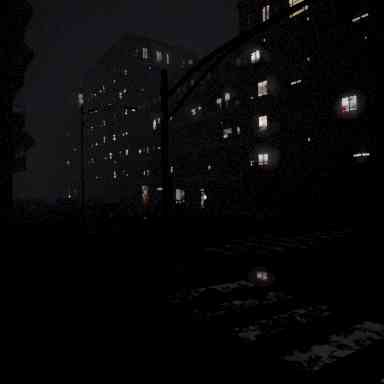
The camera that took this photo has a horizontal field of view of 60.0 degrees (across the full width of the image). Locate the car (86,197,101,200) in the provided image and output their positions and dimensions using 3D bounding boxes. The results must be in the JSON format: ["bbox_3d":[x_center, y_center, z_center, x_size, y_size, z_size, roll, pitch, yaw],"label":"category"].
[{"bbox_3d":[-15.120,1.502,51.326,1.967,1.590,4.097,-1,1,-36],"label":"car"}]

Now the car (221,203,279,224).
[{"bbox_3d":[4.102,1.498,24.459,1.752,1.417,4.829,-1,1,-36],"label":"car"}]

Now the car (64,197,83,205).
[{"bbox_3d":[-21.558,1.645,60.330,2.008,1.369,4.403,-1,1,-36],"label":"car"}]

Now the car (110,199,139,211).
[{"bbox_3d":[-8.679,1.581,42.325,2.008,1.369,4.403,-1,1,-36],"label":"car"}]

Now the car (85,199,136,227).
[{"bbox_3d":[-5.836,1.553,23.947,1.967,1.590,4.097,-1,1,-36],"label":"car"}]

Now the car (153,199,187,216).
[{"bbox_3d":[-2.240,1.441,33.322,1.967,1.590,4.097,-1,1,-36],"label":"car"}]

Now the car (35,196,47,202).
[{"bbox_3d":[-37.658,1.728,82.836,1.887,1.381,4.507,-1,1,-36],"label":"car"}]

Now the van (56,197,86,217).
[{"bbox_3d":[-12.277,1.483,32.947,1.690,1.788,3.998,-1,1,-36],"label":"van"}]

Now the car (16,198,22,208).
[{"bbox_3d":[-25.153,1.769,50.953,1.947,1.339,4.313,-1,1,-36],"label":"car"}]

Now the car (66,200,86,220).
[{"bbox_3d":[-8.955,1.652,28.310,1.752,1.417,4.829,-1,1,-36],"label":"car"}]

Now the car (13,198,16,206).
[{"bbox_3d":[-31.594,1.782,59.956,1.887,1.381,4.507,-1,1,-36],"label":"car"}]

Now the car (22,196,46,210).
[{"bbox_3d":[-21.936,1.628,46.452,1.967,1.590,4.097,-1,1,-36],"label":"car"}]

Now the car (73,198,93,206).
[{"bbox_3d":[-18.338,1.643,55.828,1.947,1.339,4.313,-1,1,-36],"label":"car"}]
